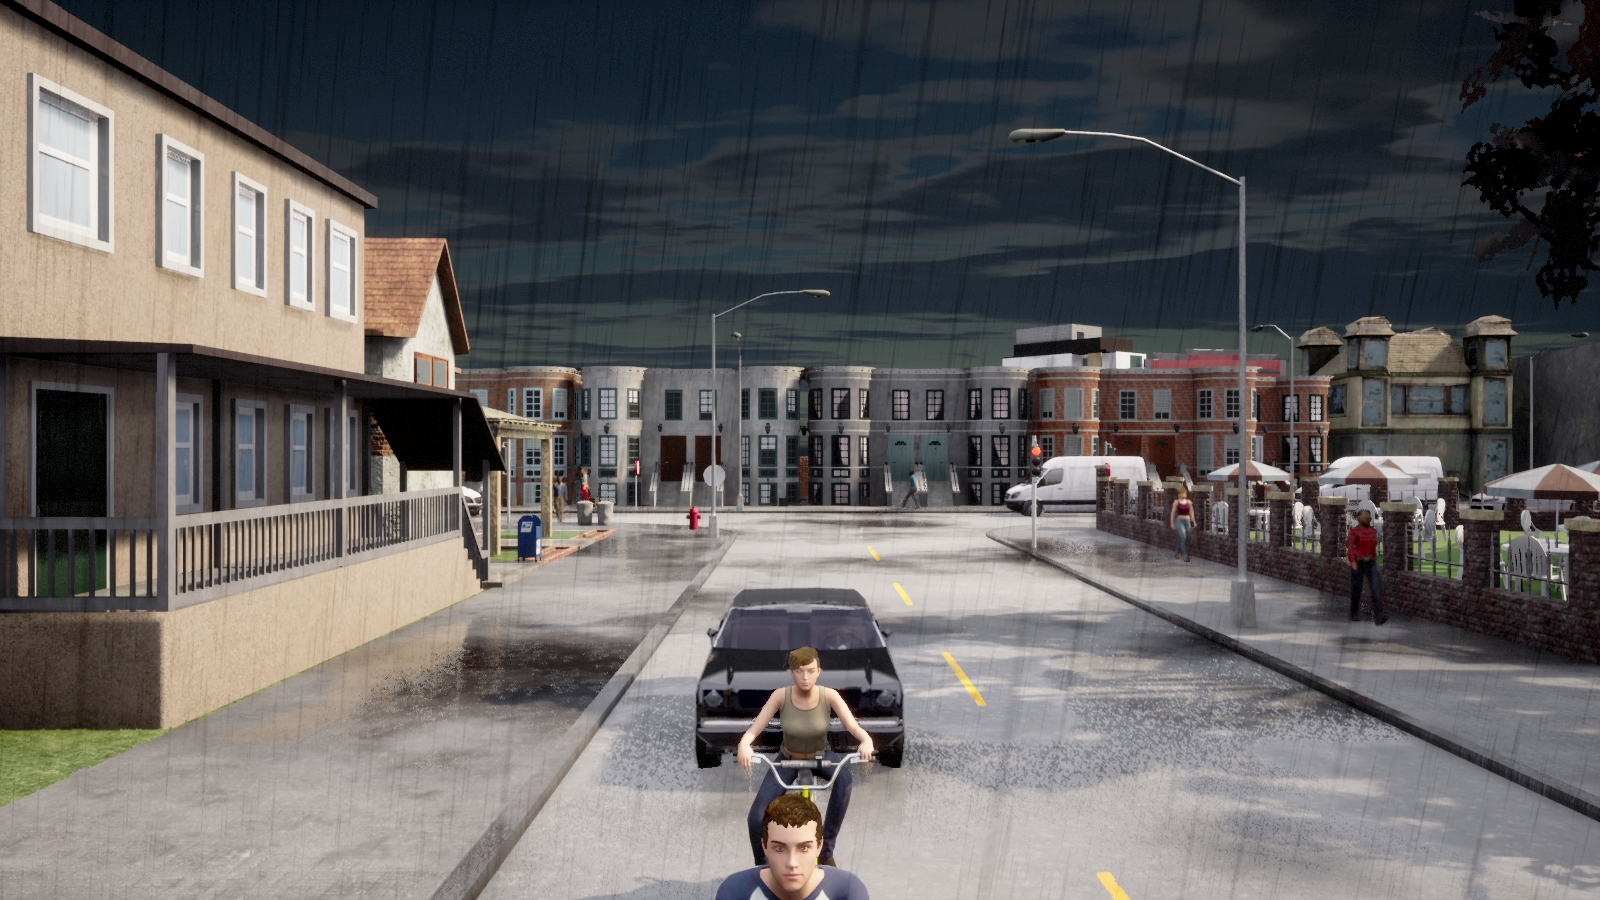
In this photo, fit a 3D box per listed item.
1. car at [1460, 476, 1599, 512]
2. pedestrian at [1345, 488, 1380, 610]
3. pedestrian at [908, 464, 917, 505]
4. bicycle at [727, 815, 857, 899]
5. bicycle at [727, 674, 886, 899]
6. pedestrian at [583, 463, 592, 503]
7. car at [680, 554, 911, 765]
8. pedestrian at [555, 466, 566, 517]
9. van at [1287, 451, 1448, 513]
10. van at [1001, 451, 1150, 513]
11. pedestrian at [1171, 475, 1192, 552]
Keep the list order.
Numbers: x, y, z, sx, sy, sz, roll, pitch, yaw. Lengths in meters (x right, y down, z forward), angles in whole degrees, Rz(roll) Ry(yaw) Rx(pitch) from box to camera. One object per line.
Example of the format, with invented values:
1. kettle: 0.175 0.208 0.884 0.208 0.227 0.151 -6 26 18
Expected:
1. car: 31.329 1.861 48.882 4.892 1.480 2.231 0 0 0
2. pedestrian: 8.728 1.531 17.731 0.375 1.860 0.375 0 0 2
3. pedestrian: 5.098 1.546 51.623 0.375 1.860 0.375 0 0 12
4. bicycle: -0.022 1.938 3.212 0.373 1.296 1.643 0 0 0
5. bicycle: 0.033 2.040 6.906 0.859 1.080 1.487 0 0 0
6. pedestrian: -10.028 1.547 53.817 0.375 1.860 0.375 0 0 -4
7. car: -0.038 1.940 11.747 1.895 1.301 4.718 0 0 0
8. pedestrian: -8.897 1.545 42.377 0.375 1.860 0.375 0 0 -15
9. van: 24.218 1.335 48.884 5.915 2.561 1.988 0 0 0
10. van: 11.723 1.335 48.872 5.915 2.561 1.988 0 0 0
11. pedestrian: 9.220 1.529 27.624 0.375 1.860 0.375 0 0 0
